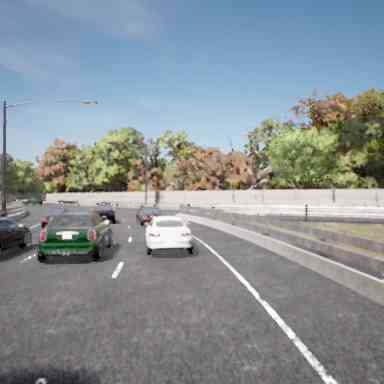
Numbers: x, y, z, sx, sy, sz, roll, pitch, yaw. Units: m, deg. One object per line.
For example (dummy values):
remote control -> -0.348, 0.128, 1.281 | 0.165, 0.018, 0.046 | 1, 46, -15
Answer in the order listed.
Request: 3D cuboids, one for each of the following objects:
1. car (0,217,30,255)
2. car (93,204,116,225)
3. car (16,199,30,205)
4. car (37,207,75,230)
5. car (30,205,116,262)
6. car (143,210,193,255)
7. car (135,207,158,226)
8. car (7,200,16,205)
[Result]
car -> -7.929, 1.699, 13.015 | 2.128, 1.511, 4.902 | 0, -1, -7
car -> -7.907, 1.911, 29.884 | 1.882, 1.535, 5.008 | 0, 0, -16
car -> -43.851, 2.762, 84.595 | 4.718, 1.301, 1.895 | -1, -1, 37
car -> -10.422, 1.938, 25.890 | 2.033, 1.411, 5.357 | 0, -1, -15
car -> -4.439, 1.548, 13.257 | 2.097, 1.767, 4.553 | 0, -1, -7
car -> -1.041, 1.723, 14.289 | 1.812, 1.442, 4.674 | 0, -1, -7
car -> -3.594, 1.931, 27.440 | 2.033, 1.411, 5.357 | 0, -1, -15
car -> -46.041, 2.619, 81.867 | 5.008, 1.535, 1.882 | -1, -1, 37
